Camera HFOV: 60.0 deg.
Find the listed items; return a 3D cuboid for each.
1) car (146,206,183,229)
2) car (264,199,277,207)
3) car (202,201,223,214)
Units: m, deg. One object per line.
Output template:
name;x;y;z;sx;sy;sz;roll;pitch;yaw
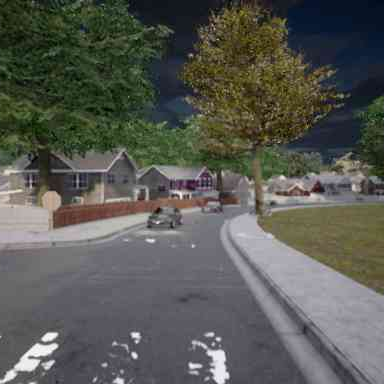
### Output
car;-1.855;1.763;23.811;1.837;1.490;4.892;0;0;8
car;14.945;2.085;64.593;2.128;1.511;4.902;1;1;37
car;2.697;1.934;42.468;1.812;1.442;4.674;1;0;21
